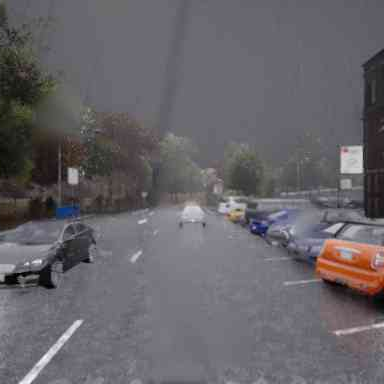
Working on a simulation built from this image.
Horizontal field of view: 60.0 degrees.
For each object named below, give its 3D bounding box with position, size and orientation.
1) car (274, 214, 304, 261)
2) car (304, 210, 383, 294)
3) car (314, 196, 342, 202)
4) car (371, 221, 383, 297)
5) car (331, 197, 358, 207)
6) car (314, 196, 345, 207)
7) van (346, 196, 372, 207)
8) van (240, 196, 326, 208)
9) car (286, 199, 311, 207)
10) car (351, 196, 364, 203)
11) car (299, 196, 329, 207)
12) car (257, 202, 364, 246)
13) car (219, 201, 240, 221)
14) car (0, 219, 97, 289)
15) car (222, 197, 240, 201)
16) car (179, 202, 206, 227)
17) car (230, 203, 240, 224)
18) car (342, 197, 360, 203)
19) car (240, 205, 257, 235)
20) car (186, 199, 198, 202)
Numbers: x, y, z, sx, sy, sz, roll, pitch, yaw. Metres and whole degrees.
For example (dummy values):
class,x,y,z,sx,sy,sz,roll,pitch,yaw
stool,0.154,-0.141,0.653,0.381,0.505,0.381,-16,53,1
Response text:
class,x,y,z,sx,sy,sz,roll,pitch,yaw
car,5.347,1.610,10.901,4.674,1.452,2.002,1,0,-20
car,5.316,1.420,7.894,4.553,1.767,2.185,1,-1,-20
car,18.237,1.636,47.977,2.435,2.045,5.566,0,0,-21
car,5.317,1.396,4.892,4.553,1.767,2.185,1,-1,-20
car,29.869,1.917,65.314,2.185,1.767,4.553,1,-2,-22
car,26.874,1.788,65.179,2.435,2.045,5.566,1,-1,-22
van,32.849,1.820,65.475,1.878,1.987,4.442,0,-1,-22
van,5.445,1.420,19.960,4.442,1.987,1.878,1,-1,-20
car,20.791,2.065,65.041,2.163,1.488,4.792,0,-1,-21
car,24.118,1.640,48.188,2.435,2.045,5.566,0,0,-22
car,23.814,1.786,65.134,2.435,2.045,5.566,0,-1,-22
car,5.378,1.469,13.911,4.553,1.767,2.185,1,0,-20
car,5.141,1.688,25.856,5.366,1.575,1.946,1,0,-20
car,-4.137,1.564,9.456,2.128,1.511,4.902,0,0,0
car,5.314,1.493,31.951,5.566,2.045,2.435,1,-1,-20
car,0.040,1.725,24.783,1.812,1.442,4.674,0,-1,0
car,5.331,1.709,22.915,4.674,1.452,2.002,1,0,-20
car,21.152,1.919,48.098,2.163,1.488,4.792,0,0,-22
car,5.332,1.619,16.913,5.008,1.535,2.097,1,-1,-20
car,-0.014,1.695,41.831,2.097,1.767,4.553,0,0,2
